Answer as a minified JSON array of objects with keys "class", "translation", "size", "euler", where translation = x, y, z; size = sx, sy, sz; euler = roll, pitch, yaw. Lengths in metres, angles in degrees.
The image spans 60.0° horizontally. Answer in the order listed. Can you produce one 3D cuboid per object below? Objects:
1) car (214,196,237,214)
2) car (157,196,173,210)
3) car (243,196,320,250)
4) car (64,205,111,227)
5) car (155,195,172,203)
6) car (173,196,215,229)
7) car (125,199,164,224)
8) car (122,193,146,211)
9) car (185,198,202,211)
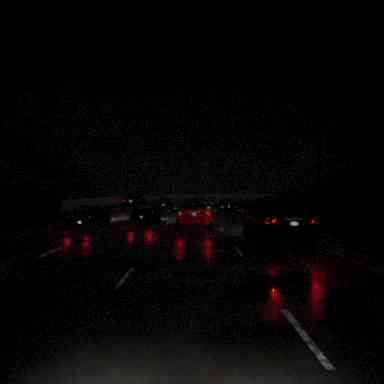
[{"class":"car","translation":[3.620,1.492,35.185],"size":[2.033,1.411,5.357],"euler":[0,0,0]},{"class":"car","translation":[-3.375,1.499,41.305],"size":[1.994,1.385,4.181],"euler":[0,0,0]},{"class":"car","translation":[3.609,1.199,14.390],"size":[2.150,2.045,5.566],"euler":[0,0,0]},{"class":"car","translation":[-6.888,1.565,22.583],"size":[1.895,1.301,4.718],"euler":[0,0,0]},{"class":"car","translation":[-5.794,1.433,69.032],"size":[2.033,1.411,5.357],"euler":[0,0,13]},{"class":"car","translation":[0.112,1.317,21.272],"size":[2.097,1.767,4.553],"euler":[0,0,0]},{"class":"car","translation":[-3.386,1.487,24.489],"size":[1.812,1.442,4.674],"euler":[0,0,0]},{"class":"car","translation":[-6.877,1.159,39.892],"size":[2.150,2.045,5.566],"euler":[0,0,0]},{"class":"car","translation":[0.125,1.500,41.096],"size":[1.994,1.385,4.181],"euler":[0,0,0]}]
